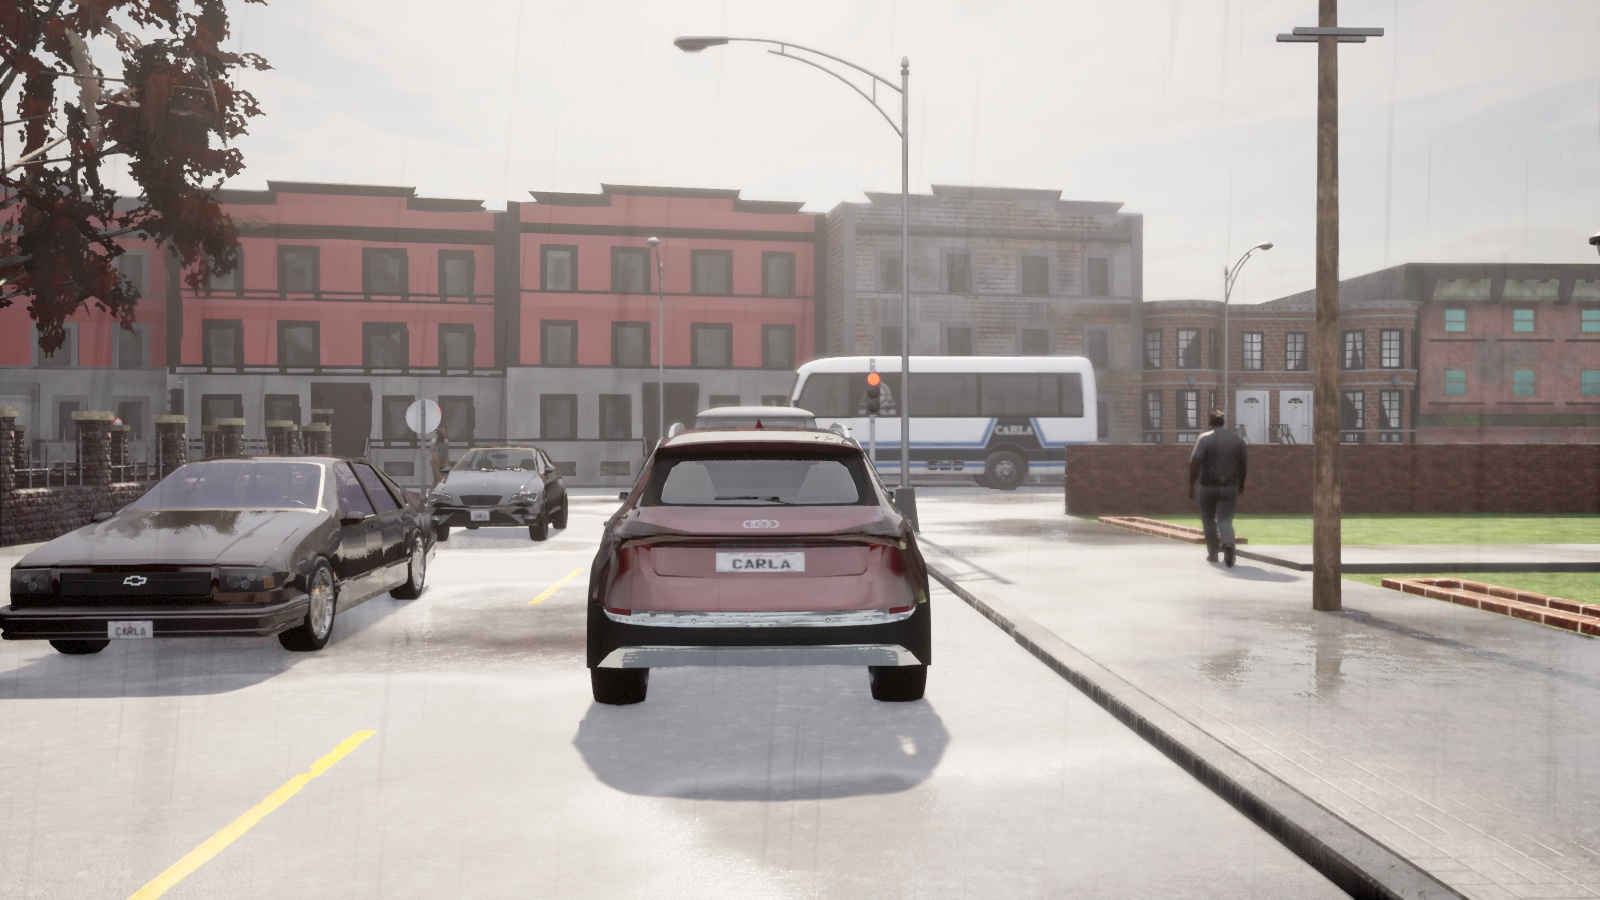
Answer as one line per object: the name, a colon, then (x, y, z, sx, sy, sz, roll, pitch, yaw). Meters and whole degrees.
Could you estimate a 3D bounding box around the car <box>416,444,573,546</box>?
car: (-4.825, 0.641, 20.394, 1.816, 1.474, 4.193, 0, 0, -4)

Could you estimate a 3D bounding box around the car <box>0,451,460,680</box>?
car: (-4.451, 0.730, 10.645, 2.033, 1.411, 5.357, 0, 0, -4)

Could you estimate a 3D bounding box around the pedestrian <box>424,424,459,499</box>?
pedestrian: (-8.933, 0.272, 31.295, 0.694, 1.848, 0.540, 0, 0, 36)

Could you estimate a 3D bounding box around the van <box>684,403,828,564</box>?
van: (-0.624, 0.399, 17.728, 1.775, 1.987, 4.442, 0, 0, -2)

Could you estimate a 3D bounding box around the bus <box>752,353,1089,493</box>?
bus: (3.643, -0.854, 40.250, 10.273, 4.253, 3.944, 0, 1, -1)

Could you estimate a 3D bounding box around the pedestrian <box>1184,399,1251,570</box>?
pedestrian: (4.729, 0.377, 14.275, 0.563, 1.883, 0.849, 0, 0, 7)

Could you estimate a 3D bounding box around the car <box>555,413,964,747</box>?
car: (-0.292, 0.627, 8.665, 2.033, 1.649, 4.856, 0, 0, -2)
